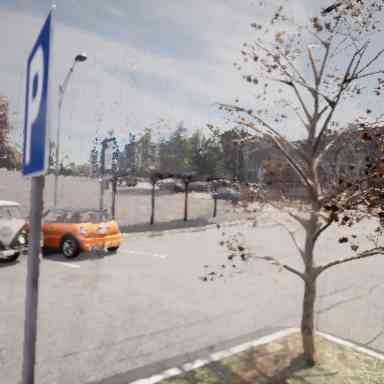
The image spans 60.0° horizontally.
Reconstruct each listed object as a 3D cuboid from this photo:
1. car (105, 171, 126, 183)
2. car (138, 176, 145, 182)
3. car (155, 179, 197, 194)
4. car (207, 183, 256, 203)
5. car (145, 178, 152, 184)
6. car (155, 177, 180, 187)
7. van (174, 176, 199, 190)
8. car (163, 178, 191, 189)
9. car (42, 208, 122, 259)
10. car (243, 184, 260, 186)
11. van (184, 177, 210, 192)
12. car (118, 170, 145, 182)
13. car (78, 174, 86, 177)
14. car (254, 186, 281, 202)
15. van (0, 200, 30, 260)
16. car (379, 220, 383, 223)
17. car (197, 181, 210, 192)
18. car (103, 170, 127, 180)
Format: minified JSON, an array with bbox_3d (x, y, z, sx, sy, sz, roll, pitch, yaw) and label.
[{"bbox_3d":[-13.904,-2.449,58.994,1.994,1.385,4.181,3,3,-36],"label":"car"},{"bbox_3d":[-11.351,-2.902,71.129,1.946,1.575,5.366,7,3,34],"label":"car"},{"bbox_3d":[-2.151,-0.625,42.796,2.033,1.411,5.357,3,4,-38],"label":"car"},{"bbox_3d":[3.948,0.305,34.500,1.812,1.442,4.674,3,4,-36],"label":"car"},{"bbox_3d":[-6.160,-2.033,63.679,2.002,1.452,4.674,7,3,34],"label":"car"},{"bbox_3d":[-4.390,-1.756,61.237,2.002,1.452,4.674,8,3,34],"label":"car"},{"bbox_3d":[-0.924,-1.470,56.227,1.878,1.987,4.442,8,3,34],"label":"van"},{"bbox_3d":[-2.532,-1.518,58.938,1.946,1.575,5.366,7,3,34],"label":"car"},{"bbox_3d":[-4.911,1.397,12.971,4.553,1.767,2.185,0,-1,35],"label":"car"},{"bbox_3d":[7.915,-0.111,44.110,2.435,2.045,5.566,7,3,34],"label":"car"},{"bbox_3d":[0.834,-1.193,53.776,1.878,1.987,4.442,8,3,34],"label":"van"},{"bbox_3d":[-13.224,-3.432,73.368,2.435,2.045,5.566,8,3,33],"label":"car"},{"bbox_3d":[-28.924,-3.924,87.659,1.812,1.442,4.674,2,-3,-15],"label":"car"},{"bbox_3d":[9.631,0.455,41.656,2.002,1.452,4.674,7,3,34],"label":"car"},{"bbox_3d":[-7.296,1.254,11.191,4.442,1.987,1.878,0,-2,34],"label":"van"},{"bbox_3d":[12.527,1.295,18.730,4.902,1.511,2.128,-1,2,-33],"label":"car"},{"bbox_3d":[2.618,-0.689,51.433,2.231,1.521,4.892,7,3,34],"label":"car"},{"bbox_3d":[-18.604,-4.109,80.588,2.435,2.045,5.566,2,-2,34],"label":"car"}]
